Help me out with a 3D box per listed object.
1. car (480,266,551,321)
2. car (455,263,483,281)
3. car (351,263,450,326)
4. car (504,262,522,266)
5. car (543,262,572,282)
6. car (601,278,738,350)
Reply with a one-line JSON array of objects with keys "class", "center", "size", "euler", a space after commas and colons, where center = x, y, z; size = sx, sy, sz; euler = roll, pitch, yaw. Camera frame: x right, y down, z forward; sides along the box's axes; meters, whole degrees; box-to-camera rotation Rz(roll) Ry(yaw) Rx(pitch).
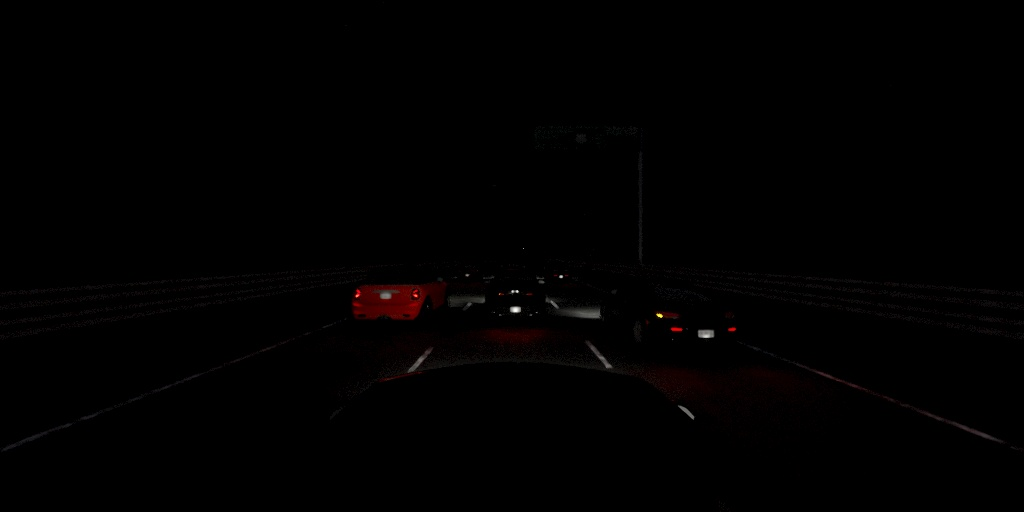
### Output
[{"class": "car", "center": [0.099, 1.247, 12.457], "size": [1.837, 1.490, 4.892], "euler": [0, 0, 0]}, {"class": "car", "center": [-3.403, 1.276, 29.560], "size": [1.812, 1.442, 4.674], "euler": [0, 0, 0]}, {"class": "car", "center": [-3.402, 1.095, 11.789], "size": [2.097, 1.767, 4.553], "euler": [0, 0, 0]}, {"class": "car", "center": [0.097, 1.228, 30.058], "size": [1.882, 1.535, 5.008], "euler": [0, 0, 0]}, {"class": "car", "center": [3.596, 1.253, 28.626], "size": [1.837, 1.490, 4.892], "euler": [0, 0, 0]}, {"class": "car", "center": [3.600, 1.270, 8.955], "size": [1.812, 1.442, 4.674], "euler": [0, 0, 0]}]
